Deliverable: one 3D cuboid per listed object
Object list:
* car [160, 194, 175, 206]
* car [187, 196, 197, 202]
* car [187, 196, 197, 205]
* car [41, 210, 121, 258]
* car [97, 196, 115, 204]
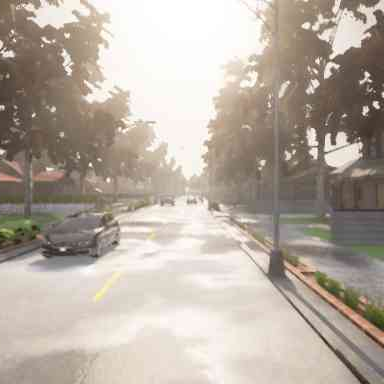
[{"bbox_3d":[-4.057,1.298,55.792,2.150,2.045,5.566,0,0,1],"label":"car"},{"bbox_3d":[-0.026,1.503,72.804,1.994,1.385,4.181,0,0,0],"label":"car"},{"bbox_3d":[-0.023,1.667,62.768,1.994,1.385,4.181,0,0,0],"label":"car"},{"bbox_3d":[-4.066,1.523,12.921,1.837,1.490,4.892,0,1,0],"label":"car"},{"bbox_3d":[-16.660,1.423,59.635,5.357,1.415,2.033,0,0,0],"label":"car"}]
